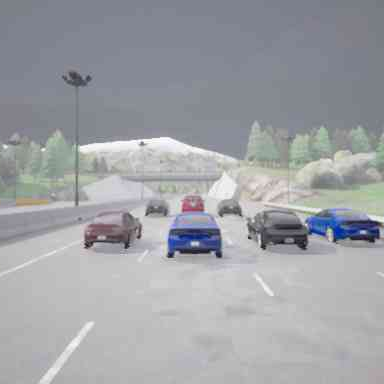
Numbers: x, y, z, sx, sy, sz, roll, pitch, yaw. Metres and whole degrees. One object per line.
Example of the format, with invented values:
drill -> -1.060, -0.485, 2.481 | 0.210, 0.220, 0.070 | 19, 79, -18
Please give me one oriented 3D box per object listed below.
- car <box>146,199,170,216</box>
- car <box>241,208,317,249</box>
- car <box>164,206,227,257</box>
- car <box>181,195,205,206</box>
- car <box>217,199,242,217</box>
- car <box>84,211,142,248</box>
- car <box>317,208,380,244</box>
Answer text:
car -> -3.407, 1.453, 33.717 | 2.097, 1.767, 4.553 | 0, 0, 0
car -> 3.597, 1.550, 14.698 | 1.837, 1.490, 4.892 | 0, 0, 0
car -> 0.097, 1.518, 13.129 | 1.882, 1.535, 5.008 | 0, 0, 0
car -> 0.093, 1.320, 32.740 | 2.150, 2.045, 5.566 | 0, 0, 0
car -> 3.594, 1.451, 32.669 | 2.097, 1.767, 4.553 | 0, 0, 0
car -> -3.403, 1.570, 14.850 | 1.812, 1.442, 4.674 | 0, 0, 0
car -> 7.096, 1.527, 16.259 | 1.882, 1.535, 5.008 | 0, 0, 0
